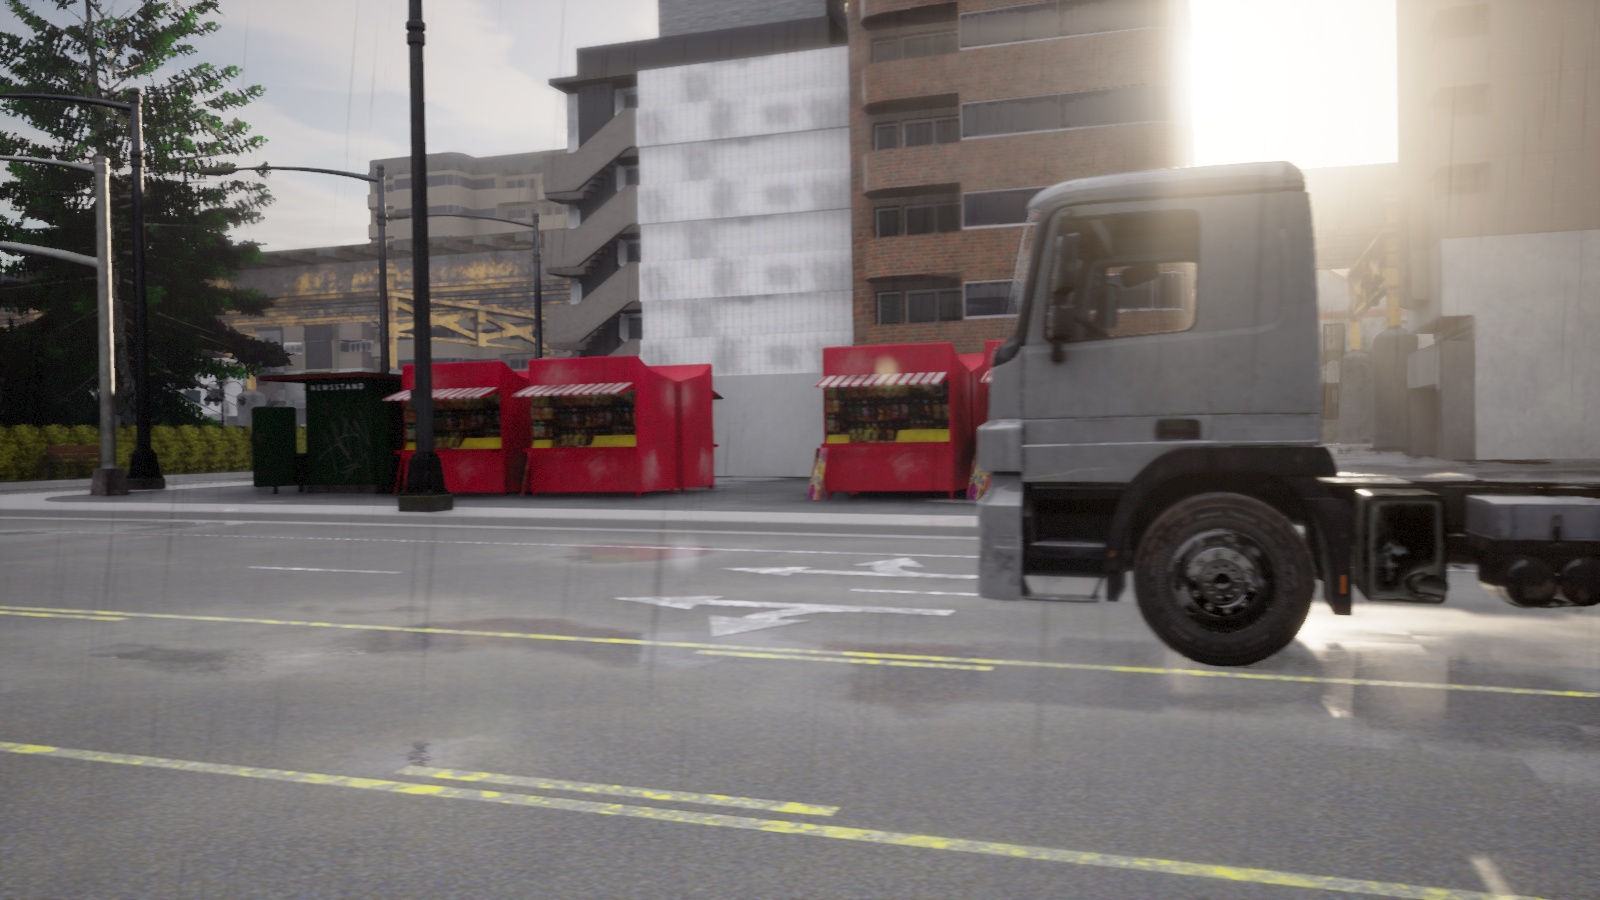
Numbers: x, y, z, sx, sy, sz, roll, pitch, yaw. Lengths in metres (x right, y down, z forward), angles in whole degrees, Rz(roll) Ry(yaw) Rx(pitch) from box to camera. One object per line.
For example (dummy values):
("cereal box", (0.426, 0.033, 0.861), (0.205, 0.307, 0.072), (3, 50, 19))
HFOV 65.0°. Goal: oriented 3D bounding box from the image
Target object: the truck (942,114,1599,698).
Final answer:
("truck", (5.215, -0.277, 8.809), (7.936, 3.462, 2.891), (1, 1, 19))
